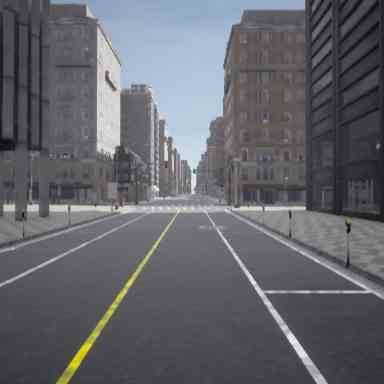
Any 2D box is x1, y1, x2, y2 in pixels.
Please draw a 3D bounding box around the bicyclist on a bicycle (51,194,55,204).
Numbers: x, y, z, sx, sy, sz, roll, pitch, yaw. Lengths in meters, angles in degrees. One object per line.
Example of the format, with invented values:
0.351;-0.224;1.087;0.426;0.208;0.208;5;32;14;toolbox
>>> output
-23.013;1.142;55.092;0.582;1.620;1.656;0;0;0;bicyclist on a bicycle
